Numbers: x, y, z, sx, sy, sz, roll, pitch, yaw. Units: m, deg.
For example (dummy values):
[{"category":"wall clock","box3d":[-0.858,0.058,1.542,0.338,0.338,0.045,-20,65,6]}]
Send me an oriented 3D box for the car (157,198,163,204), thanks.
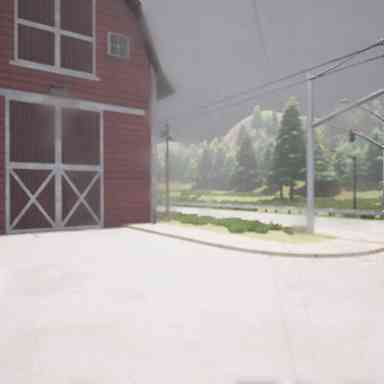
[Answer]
[{"category":"car","box3d":[-6.071,1.465,49.985,1.812,1.442,4.674,0,0,-34]}]
